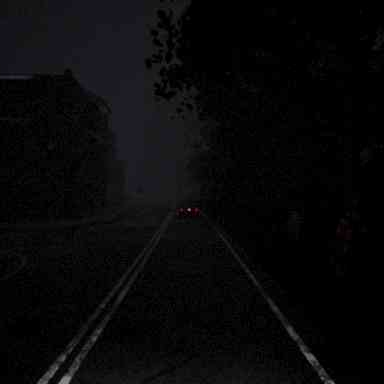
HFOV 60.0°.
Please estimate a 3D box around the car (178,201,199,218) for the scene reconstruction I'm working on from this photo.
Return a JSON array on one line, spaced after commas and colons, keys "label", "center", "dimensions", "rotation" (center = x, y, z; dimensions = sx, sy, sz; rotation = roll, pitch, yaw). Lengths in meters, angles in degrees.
[{"label": "car", "center": [-0.302, 1.521, 30.353], "dimensions": [2.033, 1.411, 5.357], "rotation": [0, 0, -1]}]
